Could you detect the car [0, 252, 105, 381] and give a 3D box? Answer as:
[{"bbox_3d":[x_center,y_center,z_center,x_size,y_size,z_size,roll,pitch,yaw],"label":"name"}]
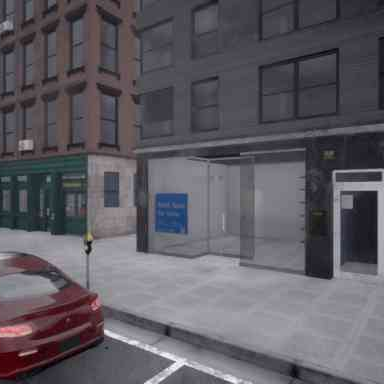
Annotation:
[{"bbox_3d":[-3.078,1.582,5.018,4.206,1.307,1.802,0,0,36],"label":"car"}]
